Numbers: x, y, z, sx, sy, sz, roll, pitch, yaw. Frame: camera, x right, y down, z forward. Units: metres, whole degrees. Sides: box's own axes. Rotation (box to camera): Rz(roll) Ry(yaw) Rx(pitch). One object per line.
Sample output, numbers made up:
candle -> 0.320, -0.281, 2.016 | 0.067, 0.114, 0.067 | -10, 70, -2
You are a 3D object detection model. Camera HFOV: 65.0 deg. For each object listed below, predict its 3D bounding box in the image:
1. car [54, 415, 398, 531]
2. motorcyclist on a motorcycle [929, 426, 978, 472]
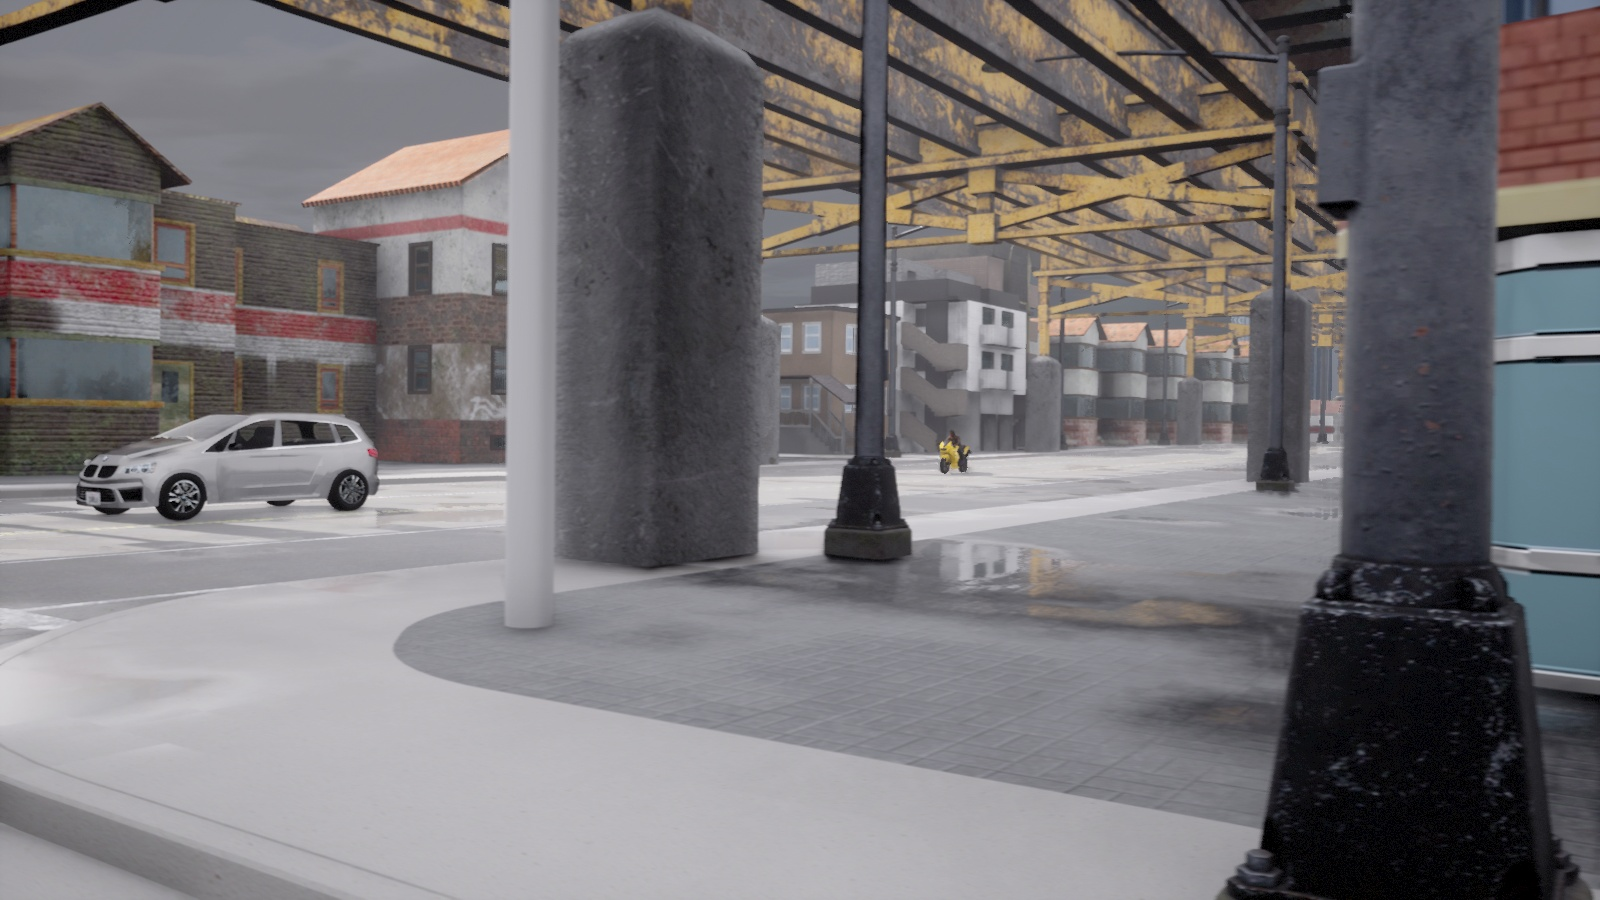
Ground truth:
car -> -9.215, 0.287, 20.539 | 2.242, 1.667, 4.611 | 0, 1, 34
motorcyclist on a motorcycle -> 5.210, -0.044, 42.479 | 0.797, 1.523, 2.044 | 0, 1, 33
